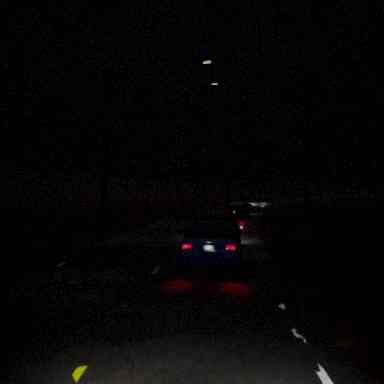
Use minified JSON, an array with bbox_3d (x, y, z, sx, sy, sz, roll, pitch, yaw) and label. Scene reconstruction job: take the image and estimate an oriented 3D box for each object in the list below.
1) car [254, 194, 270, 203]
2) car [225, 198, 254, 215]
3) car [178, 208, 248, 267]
[{"bbox_3d":[12.242,1.073,58.522,1.882,1.535,5.008,1,1,28],"label":"car"},{"bbox_3d":[3.950,1.393,28.642,1.812,1.442,4.674,1,1,15],"label":"car"},{"bbox_3d":[0.744,1.509,11.261,2.033,1.411,5.357,0,0,7],"label":"car"}]
